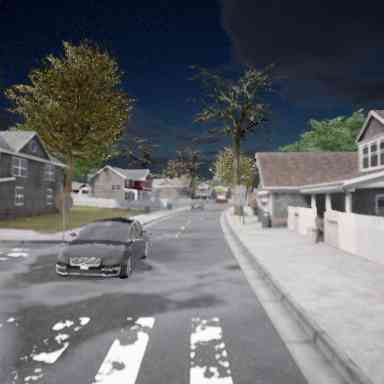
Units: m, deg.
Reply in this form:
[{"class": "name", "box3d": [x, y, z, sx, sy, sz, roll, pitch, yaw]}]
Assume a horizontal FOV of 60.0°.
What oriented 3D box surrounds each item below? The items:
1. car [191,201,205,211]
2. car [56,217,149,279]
[{"class": "car", "box3d": [0.964, 2.212, 54.416, 2.128, 1.511, 4.902, 0, -1, 8]}, {"class": "car", "box3d": [-2.533, 1.612, 10.484, 1.837, 1.490, 4.892, 2, -1, 2]}]
